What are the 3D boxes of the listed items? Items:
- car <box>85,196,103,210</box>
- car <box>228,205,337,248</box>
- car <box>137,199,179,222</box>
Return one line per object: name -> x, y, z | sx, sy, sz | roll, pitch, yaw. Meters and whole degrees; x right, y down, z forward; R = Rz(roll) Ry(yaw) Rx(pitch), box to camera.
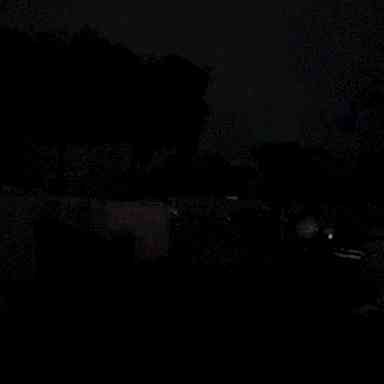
car -> -10.032, 1.076, 32.903 | 2.033, 1.411, 5.357 | 1, 0, -36
car -> 3.656, 1.335, 14.217 | 2.128, 1.511, 4.902 | 1, 0, -36
car -> -2.758, 1.215, 22.965 | 1.812, 1.442, 4.674 | 1, 0, -36
